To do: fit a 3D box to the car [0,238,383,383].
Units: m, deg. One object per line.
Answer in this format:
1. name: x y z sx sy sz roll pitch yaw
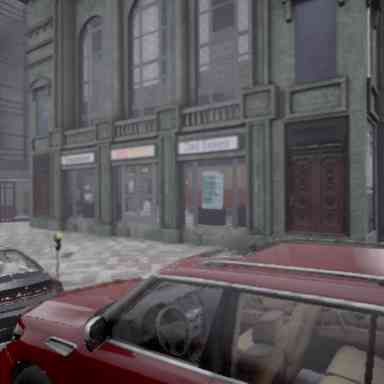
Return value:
1. car: 0.564 1.325 2.556 5.009 1.841 2.192 -1 0 35
